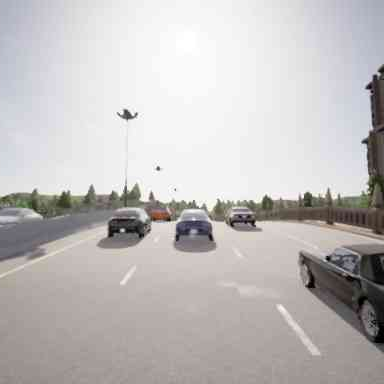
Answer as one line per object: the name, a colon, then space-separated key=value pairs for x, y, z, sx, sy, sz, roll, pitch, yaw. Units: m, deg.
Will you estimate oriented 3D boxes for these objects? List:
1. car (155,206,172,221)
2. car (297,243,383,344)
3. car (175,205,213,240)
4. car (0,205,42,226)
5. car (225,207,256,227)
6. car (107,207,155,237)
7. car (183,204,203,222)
car: x=-3.404 y=2.425 z=37.503 sx=2.097 sy=1.767 sz=4.553 roll=0 pitch=-5 yaw=0
car: x=3.599 y=1.641 z=6.422 sx=1.895 sy=1.301 sz=4.718 roll=0 pitch=0 yaw=0
car: x=0.098 y=1.641 z=17.549 sx=1.812 sy=1.442 sz=4.674 roll=0 pitch=-1 yaw=0
car: x=-10.556 y=1.674 z=19.723 sx=1.812 sy=1.442 sz=4.674 roll=0 pitch=-1 yaw=0
car: x=3.596 y=1.856 z=25.324 sx=2.033 sy=1.411 sz=5.357 roll=0 pitch=-2 yaw=0
car: x=-3.403 y=1.638 z=18.709 sx=1.837 sy=1.490 sz=4.892 roll=0 pitch=0 yaw=0
car: x=0.095 y=2.286 z=35.828 sx=2.097 sy=1.767 sz=4.553 roll=0 pitch=-5 yaw=0
